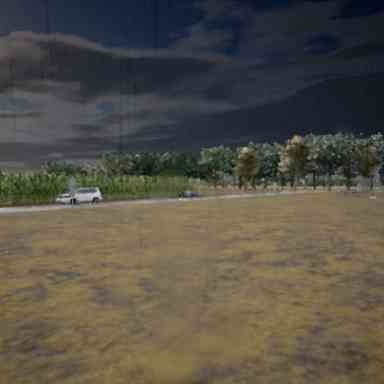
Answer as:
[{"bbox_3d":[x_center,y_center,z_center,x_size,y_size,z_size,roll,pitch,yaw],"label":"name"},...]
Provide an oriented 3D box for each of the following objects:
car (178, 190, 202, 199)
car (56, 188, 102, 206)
[{"bbox_3d":[-0.268,0.428,59.626,2.033,1.411,5.357,0,1,35],"label":"car"},{"bbox_3d":[-13.713,0.531,40.786,2.150,2.045,5.566,0,1,35],"label":"car"}]
